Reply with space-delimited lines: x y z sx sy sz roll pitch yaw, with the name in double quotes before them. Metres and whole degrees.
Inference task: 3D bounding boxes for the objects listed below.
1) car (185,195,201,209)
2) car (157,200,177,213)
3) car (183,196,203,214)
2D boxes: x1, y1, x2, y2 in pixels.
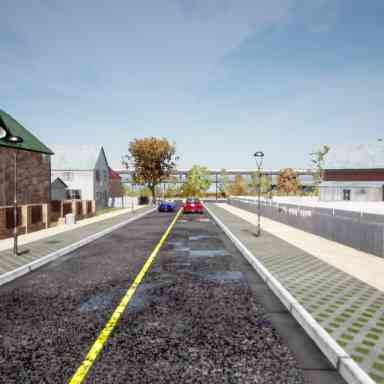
"car" 0.097 1.355 45.108 2.097 1.767 4.553 0 0 0
"car" -2.778 1.596 37.534 1.895 1.301 4.718 0 0 1
"car" 0.095 1.346 35.347 2.097 1.767 4.553 0 0 0
